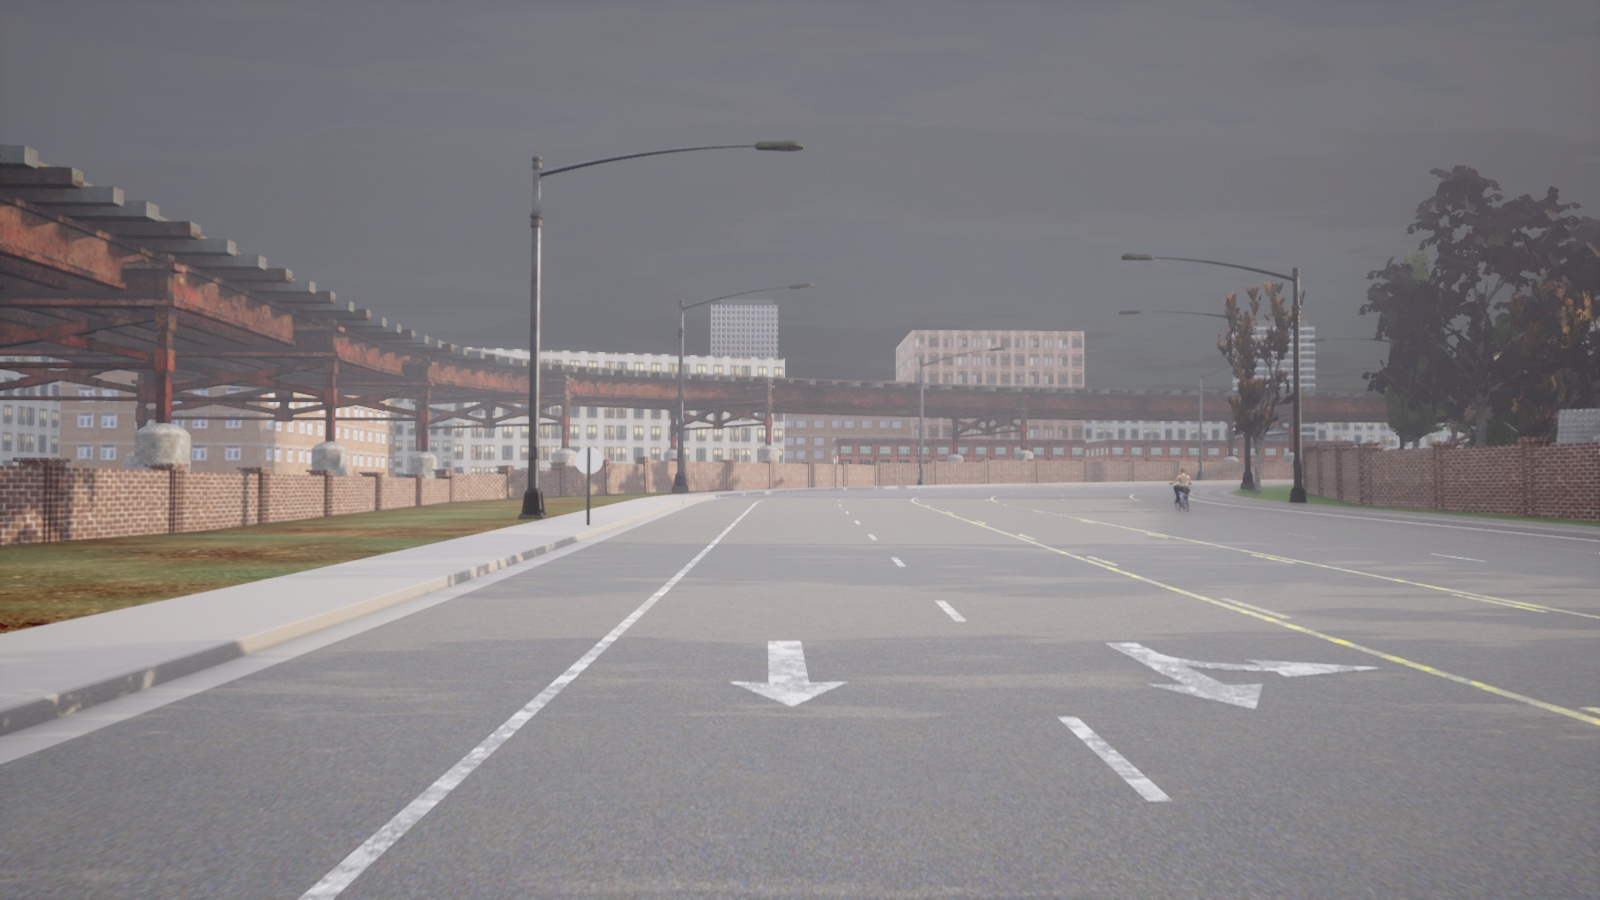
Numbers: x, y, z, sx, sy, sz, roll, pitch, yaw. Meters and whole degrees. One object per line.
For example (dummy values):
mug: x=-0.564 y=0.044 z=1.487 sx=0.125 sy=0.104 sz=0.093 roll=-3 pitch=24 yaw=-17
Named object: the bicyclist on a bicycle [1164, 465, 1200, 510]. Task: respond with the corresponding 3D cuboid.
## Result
bicyclist on a bicycle: x=13.894 y=1.348 z=45.733 sx=0.866 sy=1.612 sz=1.509 roll=0 pitch=-1 yaw=0
